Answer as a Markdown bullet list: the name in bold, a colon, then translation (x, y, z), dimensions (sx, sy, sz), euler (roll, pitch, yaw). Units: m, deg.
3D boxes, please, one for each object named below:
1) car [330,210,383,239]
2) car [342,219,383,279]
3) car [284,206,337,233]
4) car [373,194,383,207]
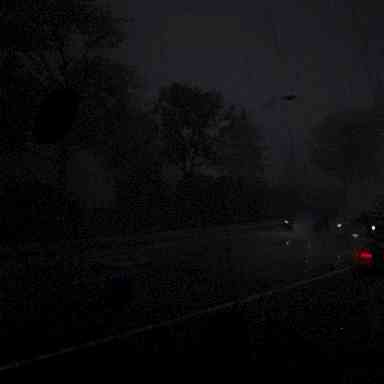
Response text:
- **car**: translation (8.867, 1.635, 16.428), dimensions (4.718, 1.301, 1.895), euler (0, 0, -45)
- **car**: translation (6.377, 1.568, 9.060), dimensions (5.357, 1.411, 2.033), euler (0, 0, -41)
- **car**: translation (7.626, 1.587, 20.093), dimensions (5.357, 1.411, 2.033), euler (0, 0, -45)
- **car**: translation (30.055, 1.300, 52.623), dimensions (2.150, 2.045, 5.566), euler (0, 0, 25)
